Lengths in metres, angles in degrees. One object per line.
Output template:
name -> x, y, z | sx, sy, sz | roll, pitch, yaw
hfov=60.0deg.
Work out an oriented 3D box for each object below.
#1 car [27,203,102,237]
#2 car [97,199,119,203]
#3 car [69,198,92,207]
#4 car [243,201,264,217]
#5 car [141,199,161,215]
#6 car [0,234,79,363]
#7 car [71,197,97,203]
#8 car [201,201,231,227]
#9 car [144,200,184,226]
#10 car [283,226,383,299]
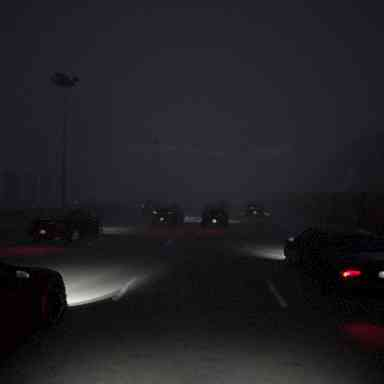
car -> -6.063, 1.531, 16.502 | 1.882, 1.535, 5.008 | 0, 0, 5
car -> -12.671, 1.768, 51.939 | 1.994, 1.385, 4.181 | 0, 0, 8
car -> -19.007, 1.727, 56.860 | 1.812, 1.442, 4.674 | 0, 0, 8
car -> 6.374, 1.732, 34.377 | 1.837, 1.490, 4.892 | 0, 0, 7
car -> -3.986, 1.523, 36.093 | 2.097, 1.767, 4.553 | 0, 0, 7
car -> -3.309, 1.569, 4.435 | 1.994, 1.385, 4.181 | 0, 0, 2
car -> -16.226, 1.536, 51.322 | 2.097, 1.767, 4.553 | 0, -1, 8
car -> 1.718, 1.649, 24.267 | 1.837, 1.490, 4.892 | 0, 0, 6
car -> -1.750, 1.616, 24.698 | 2.128, 1.511, 4.902 | 0, 0, 6
car -> 3.816, 1.619, 8.772 | 2.033, 1.411, 5.357 | 0, 0, 4
